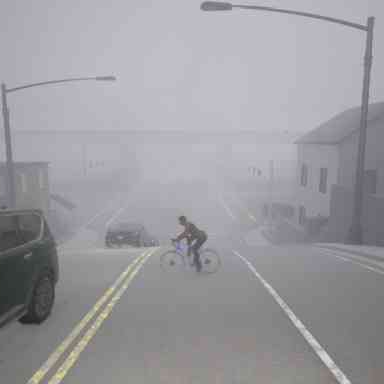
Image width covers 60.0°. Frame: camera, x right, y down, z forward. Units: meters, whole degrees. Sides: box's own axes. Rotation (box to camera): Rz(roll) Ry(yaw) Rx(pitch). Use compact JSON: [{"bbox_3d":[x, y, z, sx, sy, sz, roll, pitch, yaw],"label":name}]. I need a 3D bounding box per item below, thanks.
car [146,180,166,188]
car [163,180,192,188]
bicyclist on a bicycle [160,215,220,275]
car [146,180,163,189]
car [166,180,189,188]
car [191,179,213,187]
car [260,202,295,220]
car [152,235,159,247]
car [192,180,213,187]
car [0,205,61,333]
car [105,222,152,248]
[{"bbox_3d":[-7.824,-1.849,72.412,4.536,1.218,1.853,8,11,43],"label":"car"},{"bbox_3d":[-3.178,-1.693,72.414,4.974,1.542,2.038,-6,10,-36],"label":"car"},{"bbox_3d":[-0.072,1.461,9.060,1.656,1.620,0.582,-2,0,1],"label":"bicyclist on a bicycle"},{"bbox_3d":[-7.786,-1.688,72.400,4.974,1.542,2.038,8,11,43],"label":"car"},{"bbox_3d":[-3.137,-1.854,72.422,4.536,1.218,1.853,-6,10,-36],"label":"car"},{"bbox_3d":[2.142,-1.971,73.201,4.536,1.218,1.853,4,9,28],"label":"car"},{"bbox_3d":[11.658,2.378,42.813,5.566,2.045,2.150,0,8,1],"label":"car"},{"bbox_3d":[-3.797,4.172,27.474,1.895,1.301,4.718,0,-9,-1],"label":"car"},{"bbox_3d":[2.188,-1.811,73.199,4.974,1.542,2.038,4,9,28],"label":"car"},{"bbox_3d":[-3.622,1.238,4.239,2.150,2.045,5.566,0,0,0],"label":"car"},{"bbox_3d":[-3.709,2.488,19.612,1.882,1.535,5.008,0,-10,-1],"label":"car"}]
